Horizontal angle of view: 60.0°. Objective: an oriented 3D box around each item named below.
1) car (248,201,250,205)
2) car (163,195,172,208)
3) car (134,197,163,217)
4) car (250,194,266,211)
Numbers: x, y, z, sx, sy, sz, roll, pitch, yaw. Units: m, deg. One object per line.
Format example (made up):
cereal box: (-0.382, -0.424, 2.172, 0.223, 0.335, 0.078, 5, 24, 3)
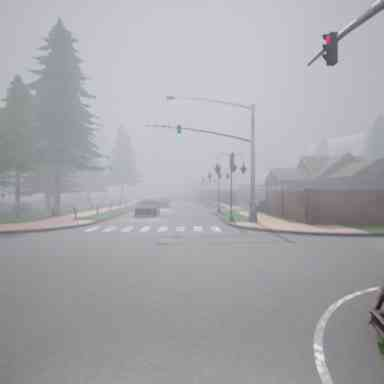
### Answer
car: (8.448, 1.081, 37.758, 3.866, 1.878, 1.905, 0, 0, -1)
car: (-4.148, 1.493, 45.138, 1.895, 1.301, 4.718, 0, 0, 0)
car: (-4.037, 1.396, 30.438, 1.882, 1.535, 5.008, 0, 1, 0)
car: (8.862, 1.084, 35.248, 4.605, 1.855, 1.932, 0, 0, -1)
